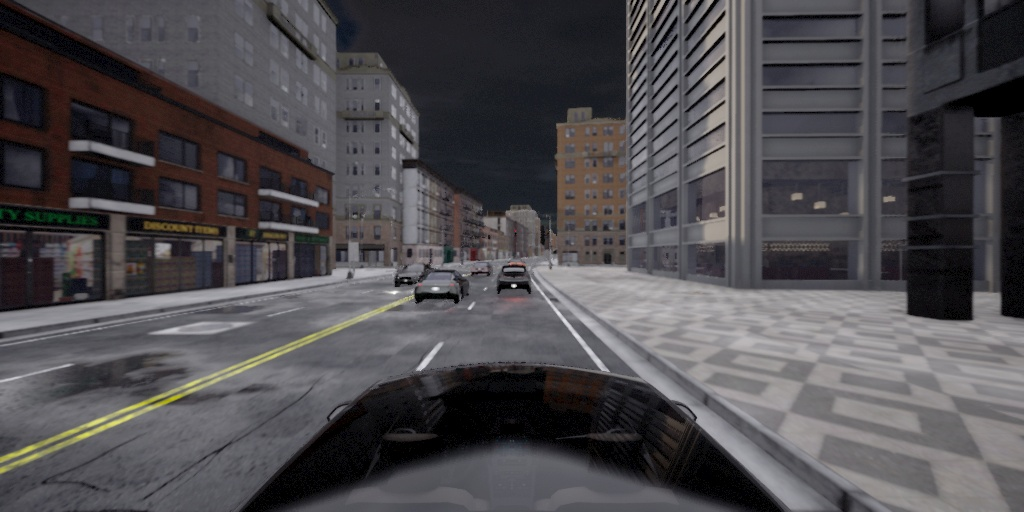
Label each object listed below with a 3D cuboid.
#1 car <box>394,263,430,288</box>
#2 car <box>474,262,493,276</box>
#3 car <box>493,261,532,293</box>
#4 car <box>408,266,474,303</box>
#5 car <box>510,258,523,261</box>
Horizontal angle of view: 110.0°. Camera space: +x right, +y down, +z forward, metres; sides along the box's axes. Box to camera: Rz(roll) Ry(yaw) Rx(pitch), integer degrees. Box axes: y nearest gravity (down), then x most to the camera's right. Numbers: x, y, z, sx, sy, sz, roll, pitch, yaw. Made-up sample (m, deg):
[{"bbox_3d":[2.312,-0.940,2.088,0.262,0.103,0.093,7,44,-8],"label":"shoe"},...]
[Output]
[{"bbox_3d":[-6.490,1.254,24.356,1.837,1.490,4.892,0,0,0],"label":"car"},{"bbox_3d":[-2.928,1.270,36.032,2.033,1.411,5.357,0,0,2],"label":"car"},{"bbox_3d":[0.109,1.262,20.702,1.837,1.490,4.892,0,0,0],"label":"car"},{"bbox_3d":[-3.147,1.322,16.764,1.994,1.385,4.181,0,0,0],"label":"car"},{"bbox_3d":[0.560,1.059,42.085,2.097,1.767,4.553,0,0,2],"label":"car"}]
